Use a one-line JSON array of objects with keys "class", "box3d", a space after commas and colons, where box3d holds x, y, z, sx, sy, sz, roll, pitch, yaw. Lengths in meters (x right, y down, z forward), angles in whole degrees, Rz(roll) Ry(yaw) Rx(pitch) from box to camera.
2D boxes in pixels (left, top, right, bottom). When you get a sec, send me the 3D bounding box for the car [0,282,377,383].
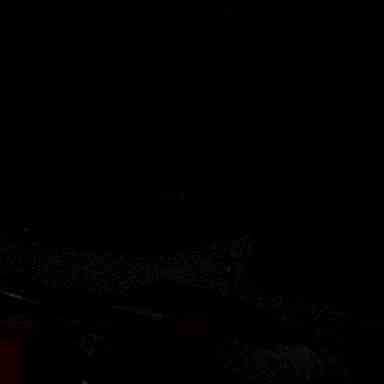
[{"class": "car", "box3d": [-0.487, 1.582, 3.207, 4.206, 1.307, 1.802, 0, -1, 35]}]
